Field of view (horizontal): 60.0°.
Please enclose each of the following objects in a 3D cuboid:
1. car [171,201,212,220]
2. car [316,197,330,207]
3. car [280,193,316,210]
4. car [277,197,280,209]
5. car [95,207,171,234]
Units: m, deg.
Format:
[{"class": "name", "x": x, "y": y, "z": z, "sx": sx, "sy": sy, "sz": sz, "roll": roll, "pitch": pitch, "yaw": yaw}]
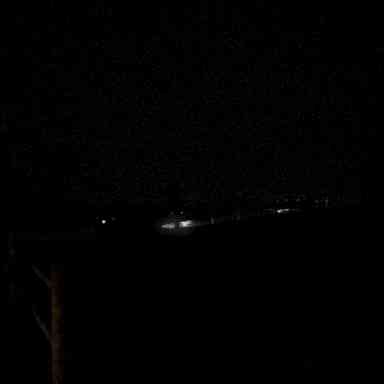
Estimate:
[{"class": "car", "x": 0.066, "y": 1.588, "z": 28.941, "sx": 1.837, "sy": 1.490, "sz": 4.892, "roll": -3, "pitch": -2, "yaw": 36}, {"class": "car", "x": 19.958, "y": 1.540, "z": 51.790, "sx": 2.033, "sy": 1.411, "sz": 5.357, "roll": -3, "pitch": -2, "yaw": 36}, {"class": "car", "x": 13.897, "y": 1.204, "z": 43.281, "sx": 2.150, "sy": 2.045, "sz": 5.566, "roll": -3, "pitch": -2, "yaw": 36}, {"class": "car", "x": 14.105, "y": 1.325, "z": 48.383, "sx": 2.150, "sy": 2.045, "sz": 5.566, "roll": -3, "pitch": -2, "yaw": 36}, {"class": "car", "x": -3.469, "y": 1.532, "z": 19.121, "sx": 1.994, "sy": 1.385, "sz": 4.181, "roll": -3, "pitch": -2, "yaw": 36}]
